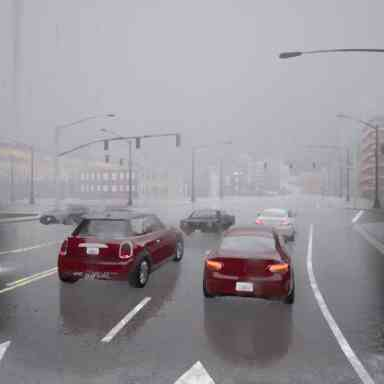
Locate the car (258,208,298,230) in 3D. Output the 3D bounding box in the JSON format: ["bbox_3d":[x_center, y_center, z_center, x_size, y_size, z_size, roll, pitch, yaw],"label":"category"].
[{"bbox_3d":[4.215,1.525,16.604,1.812,1.442,4.674,0,0,20],"label":"car"}]

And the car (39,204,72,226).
[{"bbox_3d":[-8.460,1.564,23.142,1.994,1.385,4.181,0,0,21],"label":"car"}]

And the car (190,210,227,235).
[{"bbox_3d":[1.033,1.600,18.097,1.895,1.301,4.718,0,0,20],"label":"car"}]

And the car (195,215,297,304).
[{"bbox_3d":[1.465,1.525,8.175,1.812,1.442,4.674,0,0,13],"label":"car"}]

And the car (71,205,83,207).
[{"bbox_3d":[-5.390,1.564,21.373,1.994,1.385,4.181,0,0,21],"label":"car"}]

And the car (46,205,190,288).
[{"bbox_3d":[-1.730,1.352,9.584,2.097,1.767,4.553,0,0,14],"label":"car"}]
